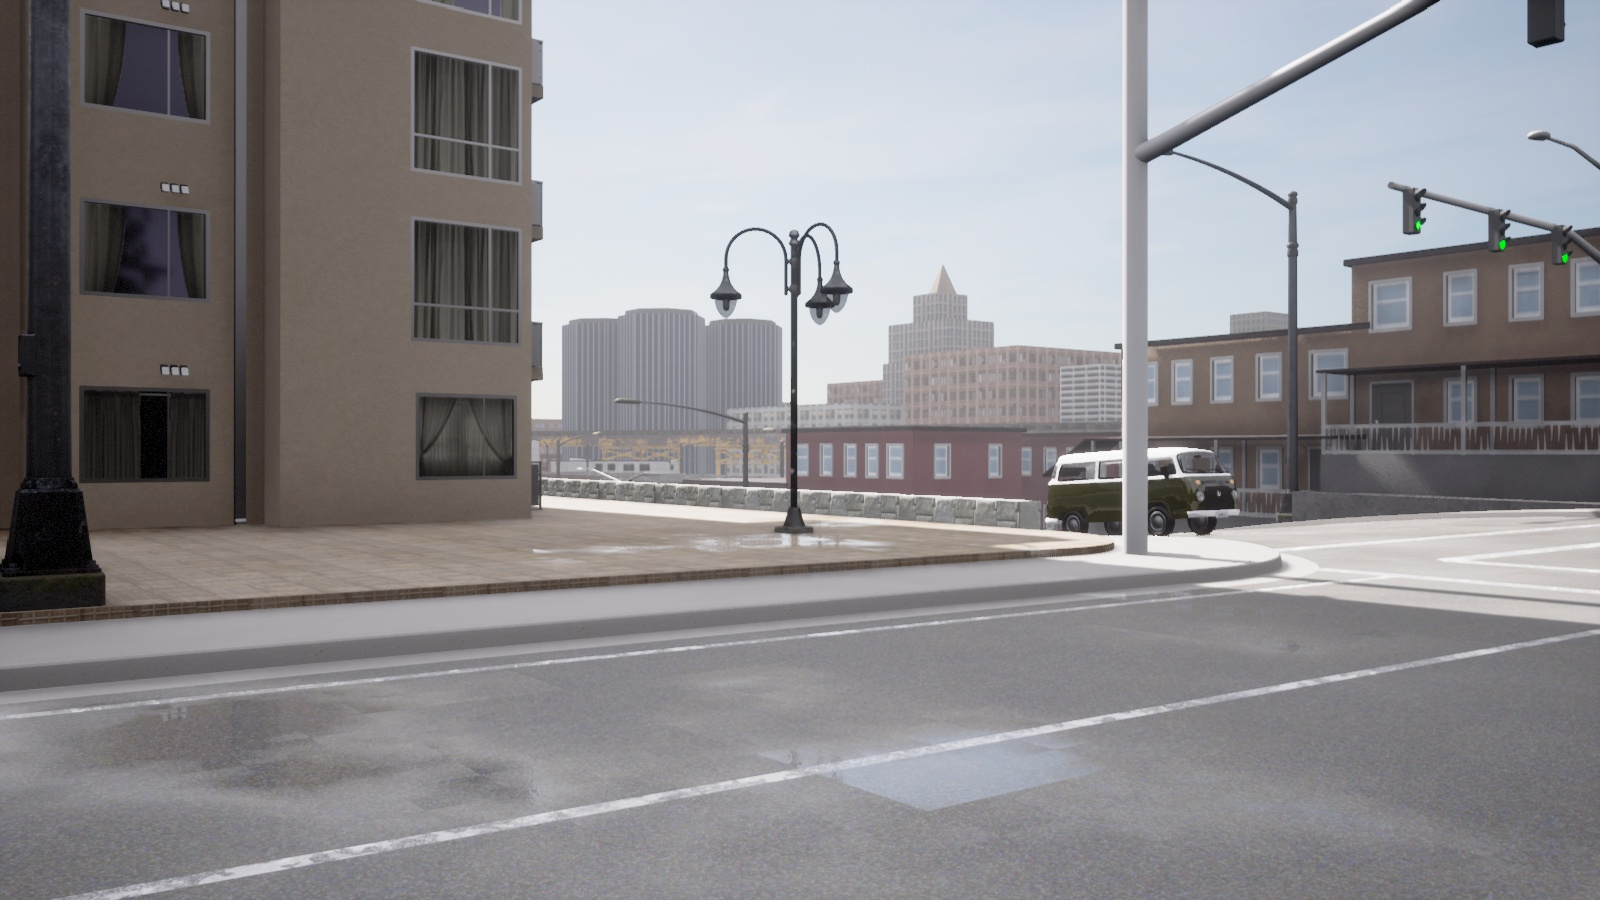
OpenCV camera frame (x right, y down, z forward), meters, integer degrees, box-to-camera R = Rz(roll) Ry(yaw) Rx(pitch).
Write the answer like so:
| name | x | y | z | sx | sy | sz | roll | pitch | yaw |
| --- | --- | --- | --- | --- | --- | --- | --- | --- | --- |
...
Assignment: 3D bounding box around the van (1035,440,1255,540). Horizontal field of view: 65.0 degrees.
| name | x | y | z | sx | sy | sz | roll | pitch | yaw |
| --- | --- | --- | --- | --- | --- | --- | --- | --- | --- |
| van | 7.822 | 0.967 | 28.887 | 2.069 | 2.038 | 4.480 | 0 | -4 | -36 |
